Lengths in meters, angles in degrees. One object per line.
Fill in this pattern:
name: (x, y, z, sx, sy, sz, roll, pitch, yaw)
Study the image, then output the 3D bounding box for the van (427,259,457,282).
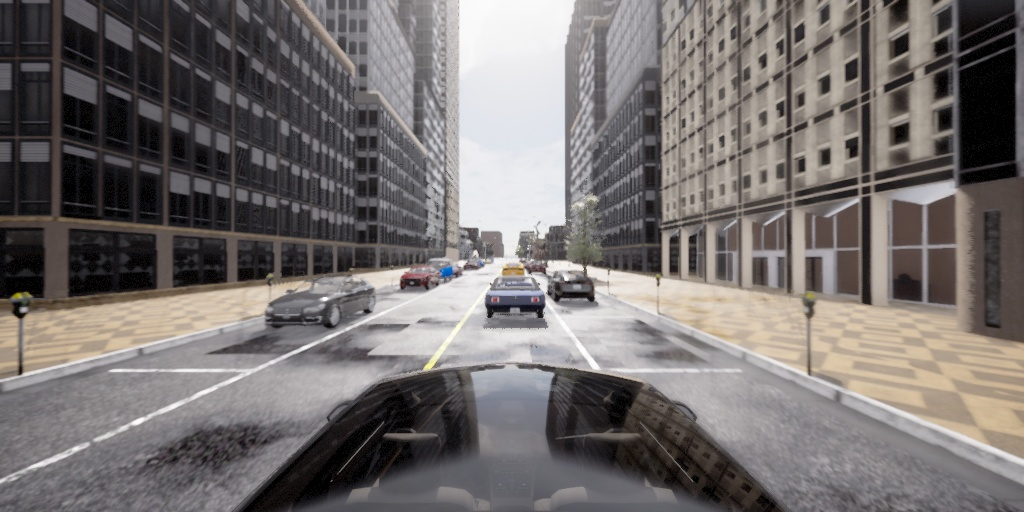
van: (-5.689, 1.088, 28.301, 1.690, 1.789, 3.998, 0, 0, 0)

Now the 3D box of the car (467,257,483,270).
car: (-5.687, 1.178, 51.069, 1.967, 1.591, 4.097, 0, 0, 0)

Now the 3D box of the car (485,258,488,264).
car: (-5.686, 1.297, 62.454, 1.948, 1.339, 4.313, 0, 0, 0)

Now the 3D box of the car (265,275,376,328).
car: (-5.690, 1.300, 11.223, 2.007, 1.370, 4.403, 0, 0, 0)

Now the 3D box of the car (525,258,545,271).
car: (2.693, 1.183, 39.669, 1.967, 1.591, 4.097, 0, 0, 0)

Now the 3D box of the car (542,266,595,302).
car: (2.691, 1.315, 16.902, 1.948, 1.339, 4.313, 0, 0, 0)

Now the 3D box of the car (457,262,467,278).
car: (-5.688, 1.328, 33.993, 1.802, 1.307, 4.207, 0, 0, 0)

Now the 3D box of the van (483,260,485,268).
van: (-5.686, 1.075, 56.762, 1.690, 1.789, 3.998, 0, 0, 0)

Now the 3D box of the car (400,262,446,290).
car: (-5.689, 1.294, 22.608, 1.888, 1.381, 4.507, 0, 0, 0)

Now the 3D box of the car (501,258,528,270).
car: (0.102, 1.224, 30.943, 1.882, 1.535, 5.008, 0, 0, 0)

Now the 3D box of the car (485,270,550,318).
car: (0.100, 1.351, 13.067, 1.895, 1.301, 4.718, 0, 0, 0)
